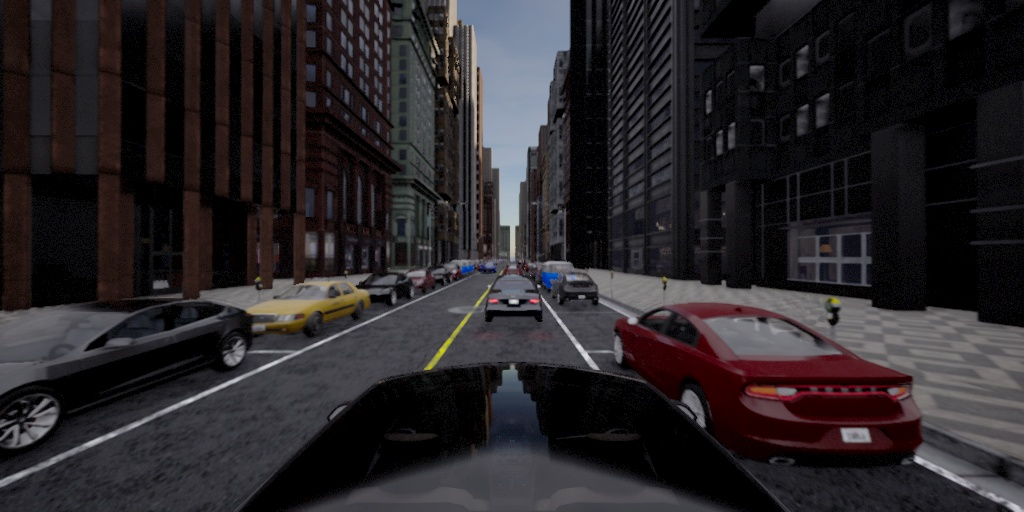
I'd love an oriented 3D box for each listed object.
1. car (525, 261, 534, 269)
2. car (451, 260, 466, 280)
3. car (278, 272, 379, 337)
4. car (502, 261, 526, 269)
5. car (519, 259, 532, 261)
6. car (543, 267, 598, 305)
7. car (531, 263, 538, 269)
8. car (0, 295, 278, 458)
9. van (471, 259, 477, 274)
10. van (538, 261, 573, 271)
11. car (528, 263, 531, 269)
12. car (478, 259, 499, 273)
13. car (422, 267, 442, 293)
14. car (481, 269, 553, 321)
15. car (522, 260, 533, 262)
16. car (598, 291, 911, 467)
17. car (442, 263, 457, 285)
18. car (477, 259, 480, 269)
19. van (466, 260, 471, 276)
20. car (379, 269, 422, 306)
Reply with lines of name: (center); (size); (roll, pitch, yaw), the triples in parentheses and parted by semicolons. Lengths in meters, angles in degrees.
car: (2.766, 1.553, 38.922); (2.007, 1.370, 4.403); (0, 0, 0)
car: (-5.760, 1.401, 33.271); (1.967, 1.591, 4.097); (0, 0, 0)
car: (-5.762, 1.333, 10.555); (1.751, 1.417, 4.829); (0, 0, 0)
car: (0.091, 1.490, 33.651); (1.812, 1.442, 4.674); (0, 0, 0)
car: (2.768, 1.485, 61.465); (2.192, 1.841, 5.009); (0, 0, 0)
car: (2.764, 1.396, 16.378); (2.007, 1.370, 4.403); (0, 0, 0)
car: (2.765, 1.473, 27.650); (2.007, 1.370, 4.403); (0, 0, 0)
car: (-5.762, 1.337, 5.089); (1.948, 1.339, 4.313); (0, 0, 0)
van: (-5.759, 1.384, 44.543); (1.690, 1.789, 3.998); (0, 0, 0)
van: (2.764, 1.224, 22.014); (1.690, 1.789, 3.998); (0, 0, 0)
car: (2.765, 1.544, 33.286); (1.802, 1.307, 4.207); (0, 0, 0)
car: (-3.084, 1.545, 47.834); (1.882, 1.535, 5.008); (0, 0, 0)
car: (-5.761, 1.465, 21.998); (1.802, 1.307, 4.207); (0, 0, 0)
car: (0.068, 1.369, 12.741); (2.033, 1.411, 5.357); (0, 0, 0)
car: (2.767, 1.630, 50.194); (1.888, 1.381, 4.507); (0, 0, 0)
car: (2.763, 1.317, 5.106); (1.888, 1.381, 4.507); (0, 0, 0)
car: (-5.760, 1.488, 27.634); (1.948, 1.339, 4.313); (0, 0, 0)
car: (-5.758, 1.441, 55.815); (2.192, 1.841, 5.009); (0, 0, 0)
van: (-5.759, 1.343, 38.907); (1.690, 1.789, 3.998); (0, 0, 0)
car: (-5.761, 1.411, 16.361); (1.948, 1.339, 4.313); (0, 0, 0)
